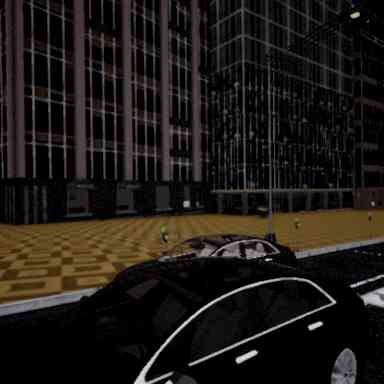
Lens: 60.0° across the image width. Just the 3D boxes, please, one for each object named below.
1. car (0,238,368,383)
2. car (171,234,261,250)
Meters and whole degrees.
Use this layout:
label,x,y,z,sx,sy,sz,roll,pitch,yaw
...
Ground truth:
label,x,y,z,sx,sy,sz,roll,pitch,yaw
car,-0.042,1.537,3.386,4.892,1.490,1.837,0,-1,-37
car,0.466,1.616,7.045,4.403,1.369,2.008,0,-2,-38
